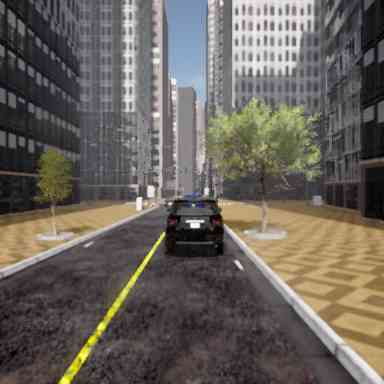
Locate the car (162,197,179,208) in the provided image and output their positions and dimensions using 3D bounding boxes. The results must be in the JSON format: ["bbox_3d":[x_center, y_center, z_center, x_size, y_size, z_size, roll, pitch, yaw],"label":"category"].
[{"bbox_3d":[-3.006,1.513,48.082,2.128,1.511,4.902,0,0,0],"label":"car"}]

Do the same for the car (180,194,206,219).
[{"bbox_3d":[0.105,1.227,30.421,2.150,2.045,5.566,0,0,0],"label":"car"}]

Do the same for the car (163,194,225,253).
[{"bbox_3d":[0.102,1.220,13.840,2.150,2.045,5.566,0,0,0],"label":"car"}]
